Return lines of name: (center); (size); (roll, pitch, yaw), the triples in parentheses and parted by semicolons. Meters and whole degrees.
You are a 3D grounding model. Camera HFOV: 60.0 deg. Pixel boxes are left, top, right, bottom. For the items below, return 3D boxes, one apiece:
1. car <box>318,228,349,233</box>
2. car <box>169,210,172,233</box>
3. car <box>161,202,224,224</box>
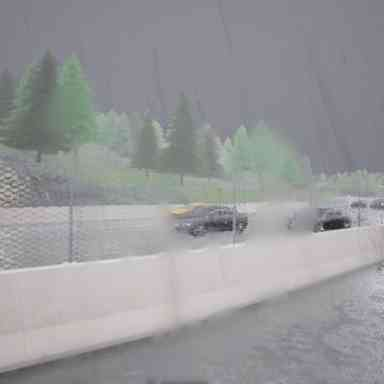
car: (7.162, 1.653, 18.750); (4.902, 1.511, 2.128); (1, 0, -40)
car: (0.968, 1.603, 18.113); (4.902, 1.511, 2.128); (1, 0, -39)
car: (0.149, 1.630, 26.612); (5.008, 1.535, 1.882); (1, 0, -41)
